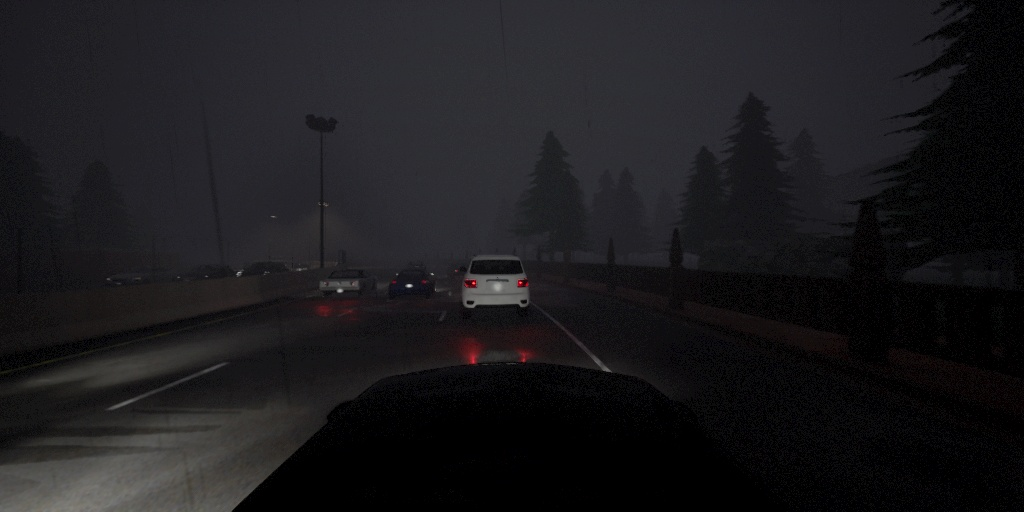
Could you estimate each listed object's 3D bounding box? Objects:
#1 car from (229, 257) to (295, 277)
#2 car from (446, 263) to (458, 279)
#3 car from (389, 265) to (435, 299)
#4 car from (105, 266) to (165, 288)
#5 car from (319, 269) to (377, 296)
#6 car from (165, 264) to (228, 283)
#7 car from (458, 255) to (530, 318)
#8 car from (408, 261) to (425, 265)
[{"bbox_3d":[-17.400,1.173,25.230,2.097,1.767,4.553,0,0,-15],"label":"car"},{"bbox_3d":[-4.911,1.319,33.312,2.033,1.411,5.357,0,0,-17],"label":"car"},{"bbox_3d":[-5.033,1.335,18.405,1.994,1.385,4.181,0,0,-9],"label":"car"},{"bbox_3d":[-24.219,1.374,23.786,1.812,1.442,4.674,0,0,-16],"label":"car"},{"bbox_3d":[-8.729,1.387,19.582,1.895,1.301,4.718,0,0,-10],"label":"car"},{"bbox_3d":[-20.886,1.326,24.791,2.128,1.511,4.902,0,0,-15],"label":"car"},{"bbox_3d":[-0.727,0.975,13.260,2.150,2.045,5.566,0,0,-6],"label":"car"},{"bbox_3d":[-10.076,1.284,37.453,2.128,1.511,4.902,0,0,-20],"label":"car"}]
